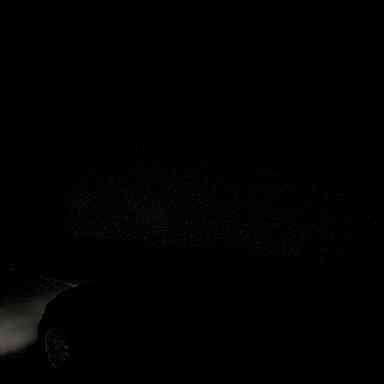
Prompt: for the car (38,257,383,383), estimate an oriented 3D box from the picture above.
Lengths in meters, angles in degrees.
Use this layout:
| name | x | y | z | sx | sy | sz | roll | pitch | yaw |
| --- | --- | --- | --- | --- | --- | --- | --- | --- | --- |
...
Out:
| name | x | y | z | sx | sy | sz | roll | pitch | yaw |
| --- | --- | --- | --- | --- | --- | --- | --- | --- | --- |
| car | 0.118 | 1.533 | 3.911 | 4.674 | 1.442 | 1.812 | 0 | 0 | 36 |
